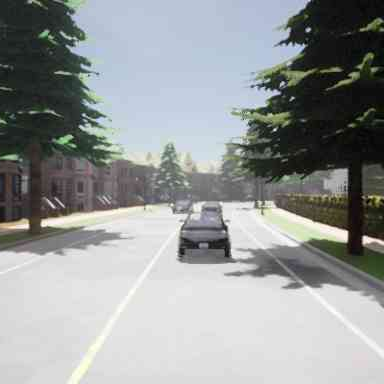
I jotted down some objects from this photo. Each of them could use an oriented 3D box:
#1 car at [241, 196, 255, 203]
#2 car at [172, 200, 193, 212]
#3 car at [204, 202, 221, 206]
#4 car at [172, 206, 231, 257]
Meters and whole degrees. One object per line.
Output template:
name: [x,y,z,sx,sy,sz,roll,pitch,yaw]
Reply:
car: [12.938,1.648,75.721,1.837,1.490,4.892,0,0,40]
car: [-0.996,1.593,36.882,2.128,1.511,4.902,0,0,8]
car: [1.785,1.609,29.312,1.812,1.442,4.674,0,0,6]
car: [0.502,1.529,13.193,2.128,1.511,4.902,0,0,3]
